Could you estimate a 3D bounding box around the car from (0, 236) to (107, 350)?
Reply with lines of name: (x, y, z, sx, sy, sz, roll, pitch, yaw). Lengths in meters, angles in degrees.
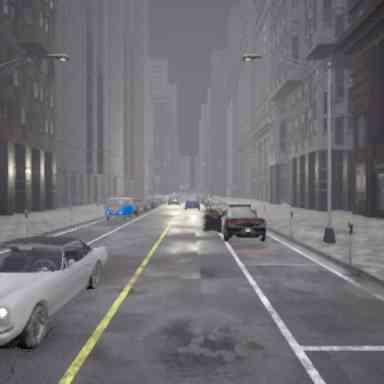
car: (-3.099, 1.594, 6.313, 1.895, 1.301, 4.718, 0, 0, 0)

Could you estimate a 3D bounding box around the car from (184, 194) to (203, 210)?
car: (0.078, 1.440, 42.166, 1.882, 1.535, 5.008, 0, 0, 0)

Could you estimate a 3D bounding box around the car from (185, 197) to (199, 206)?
car: (0.012, 1.500, 53.451, 2.033, 1.411, 5.357, 0, 0, 0)

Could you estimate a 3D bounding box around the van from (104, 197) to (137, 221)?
van: (-5.759, 1.316, 26.507, 1.690, 1.788, 3.998, 0, 0, 0)

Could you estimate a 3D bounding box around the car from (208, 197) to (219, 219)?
car: (2.768, 1.496, 32.324, 1.752, 1.417, 4.829, 0, 0, 0)

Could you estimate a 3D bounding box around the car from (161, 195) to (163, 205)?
car: (-5.754, 1.501, 49.055, 1.887, 1.381, 4.507, 0, 0, 0)

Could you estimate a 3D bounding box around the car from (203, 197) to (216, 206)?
car: (2.773, 1.518, 54.699, 1.947, 1.339, 4.313, 0, 0, 0)

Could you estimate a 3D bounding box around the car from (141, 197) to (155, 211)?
car: (-5.756, 1.532, 37.781, 1.947, 1.339, 4.313, 0, 0, 0)

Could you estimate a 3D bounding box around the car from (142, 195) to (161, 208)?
car: (-5.756, 1.276, 43.417, 2.192, 1.841, 5.009, 0, 0, 0)

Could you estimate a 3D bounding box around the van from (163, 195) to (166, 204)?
van: (-5.753, 1.293, 54.691, 1.690, 1.788, 3.998, 0, 0, 0)

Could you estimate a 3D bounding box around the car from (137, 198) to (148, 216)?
car: (-5.757, 1.536, 32.144, 1.947, 1.339, 4.313, 0, 0, 0)

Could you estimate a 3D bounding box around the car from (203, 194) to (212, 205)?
car: (2.771, 1.397, 49.062, 1.967, 1.590, 4.097, 0, 0, 0)

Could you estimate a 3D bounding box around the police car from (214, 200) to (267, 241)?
police car: (2.372, 1.409, 16.669, 1.930, 1.638, 5.238, 0, 0, 0)

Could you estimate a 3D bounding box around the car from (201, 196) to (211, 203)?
car: (2.775, 1.488, 65.972, 1.887, 1.381, 4.507, 0, 0, 0)

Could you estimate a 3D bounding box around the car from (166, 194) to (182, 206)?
car: (-2.990, 1.498, 55.528, 2.033, 1.411, 5.357, 0, 0, 0)

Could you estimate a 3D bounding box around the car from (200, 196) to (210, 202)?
car: (2.776, 1.504, 71.608, 1.947, 1.339, 4.313, 0, 0, 0)

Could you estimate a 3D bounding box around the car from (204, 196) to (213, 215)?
car: (2.769, 1.517, 37.790, 2.008, 1.369, 4.403, 0, 0, 0)
